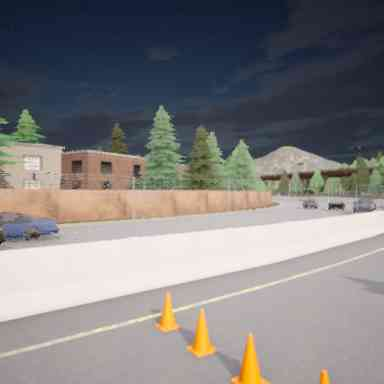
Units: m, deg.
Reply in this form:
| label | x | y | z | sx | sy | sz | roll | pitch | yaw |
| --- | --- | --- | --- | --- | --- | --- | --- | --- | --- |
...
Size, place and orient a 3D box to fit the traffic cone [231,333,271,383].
| label | x | y | z | sx | sy | sz | roll | pitch | yaw |
| --- | --- | --- | --- | --- | --- | --- | --- | --- | --- |
| traffic cone | 0.694 | 1.972 | 3.951 | 0.340 | 0.580 | 0.340 | 0 | 0 | -33 |

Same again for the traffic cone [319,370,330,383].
| label | x | y | z | sx | sy | sz | roll | pitch | yaw |
| --- | --- | --- | --- | --- | --- | --- | --- | --- | --- |
| traffic cone | 1.243 | 1.967 | 3.116 | 0.340 | 0.580 | 0.340 | 0 | 0 | -33 |

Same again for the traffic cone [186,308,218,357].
| label | x | y | z | sx | sy | sz | roll | pitch | yaw |
| --- | --- | --- | --- | --- | --- | --- | --- | --- | --- |
| traffic cone | 0.145 | 1.976 | 4.787 | 0.340 | 0.580 | 0.340 | 0 | 0 | -33 |

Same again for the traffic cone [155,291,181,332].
| label | x | y | z | sx | sy | sz | roll | pitch | yaw |
| --- | --- | --- | --- | --- | --- | --- | --- | --- | --- |
| traffic cone | -0.405 | 1.980 | 5.623 | 0.340 | 0.580 | 0.340 | 0 | 0 | -33 |
